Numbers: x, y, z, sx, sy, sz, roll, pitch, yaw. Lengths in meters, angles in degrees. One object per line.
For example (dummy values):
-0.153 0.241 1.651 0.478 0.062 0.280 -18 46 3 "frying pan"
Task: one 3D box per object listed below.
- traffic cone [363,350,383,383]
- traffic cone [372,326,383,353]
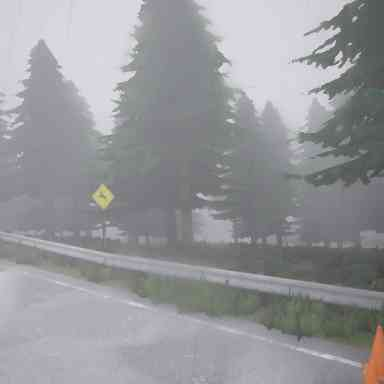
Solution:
1.780 1.956 3.279 0.340 0.580 0.340 0 0 34 "traffic cone"
2.325 1.956 4.115 0.340 0.580 0.340 0 0 34 "traffic cone"
